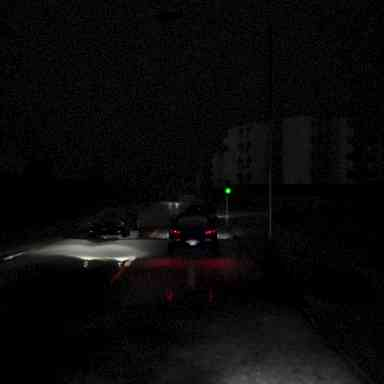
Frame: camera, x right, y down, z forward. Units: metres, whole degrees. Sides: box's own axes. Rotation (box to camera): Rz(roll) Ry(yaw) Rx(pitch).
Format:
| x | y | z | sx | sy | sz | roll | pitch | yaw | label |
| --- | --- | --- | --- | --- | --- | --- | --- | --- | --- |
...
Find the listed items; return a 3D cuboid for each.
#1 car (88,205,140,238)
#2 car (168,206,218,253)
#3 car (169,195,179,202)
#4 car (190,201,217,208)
| x | y | z | sx | sy | sz | roll | pitch | yaw | label |
| --- | --- | --- | --- | --- | --- | --- | --- | --- | --- |
| -4.053 | 1.479 | 17.884 | 1.882 | 1.535 | 5.008 | 0 | 0 | 0 | car |
| 0.048 | 1.527 | 13.575 | 1.812 | 1.442 | 4.674 | 0 | 0 | 1 | car |
| -4.006 | 1.509 | 74.268 | 1.837 | 1.490 | 4.892 | 0 | 0 | 0 | car |
| 0.909 | 1.510 | 27.800 | 1.837 | 1.490 | 4.892 | -1 | 0 | 15 | car |
